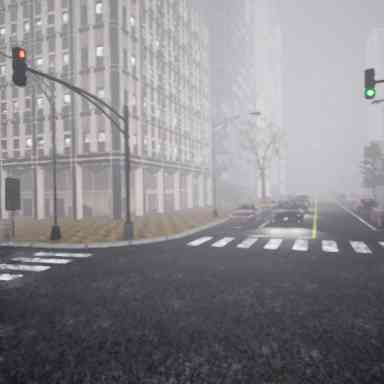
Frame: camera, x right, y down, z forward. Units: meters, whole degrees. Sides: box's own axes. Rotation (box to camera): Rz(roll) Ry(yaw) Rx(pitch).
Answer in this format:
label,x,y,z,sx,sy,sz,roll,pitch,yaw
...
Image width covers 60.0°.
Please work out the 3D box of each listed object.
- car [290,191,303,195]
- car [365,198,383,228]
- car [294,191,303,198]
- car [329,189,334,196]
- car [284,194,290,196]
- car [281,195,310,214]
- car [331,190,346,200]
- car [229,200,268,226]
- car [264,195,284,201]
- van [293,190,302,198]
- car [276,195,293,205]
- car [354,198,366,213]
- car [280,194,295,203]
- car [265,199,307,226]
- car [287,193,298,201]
label,x,y,z,sx,sy,sz,roll,pitch,yaw
car,13.143,1.053,39.953,1.882,1.535,5.008,-1,0,21
car,11.481,1.240,19.080,1.887,1.381,4.507,-1,0,21
car,27.007,0.593,84.271,1.967,1.590,4.097,-1,0,21
car,32.905,0.639,76.137,1.947,1.339,4.313,-1,0,21
car,11.427,1.146,42.775,2.008,1.369,4.403,-1,0,21
car,9.628,1.245,30.610,1.994,1.385,4.181,-1,0,21
car,27.062,0.787,60.576,2.008,1.369,4.403,-1,0,21
car,3.637,1.413,22.028,1.802,1.307,4.206,-1,0,21
car,7.471,1.240,32.242,1.752,1.417,4.829,-1,0,21
van,25.057,0.549,79.083,1.690,1.788,3.998,-1,0,21
car,13.375,1.104,47.962,1.947,1.339,4.313,-1,0,21
car,15.377,1.160,29.455,1.802,1.307,4.206,-1,0,21
car,15.322,1.047,53.149,1.947,1.339,4.313,-1,0,21
car,6.106,1.352,21.291,1.994,1.385,4.181,-1,0,19
car,19.218,0.953,63.523,1.802,1.307,4.206,-1,0,21
